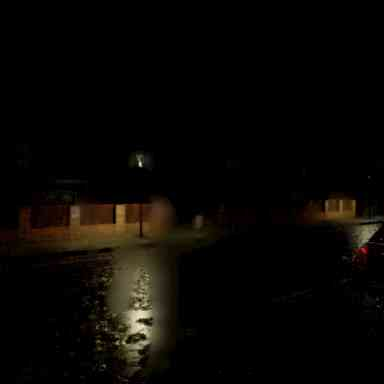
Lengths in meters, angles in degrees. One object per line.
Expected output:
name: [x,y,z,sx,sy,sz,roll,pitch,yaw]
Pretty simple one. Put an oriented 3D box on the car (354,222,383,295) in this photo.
car: [5.753,1.376,7.609,4.553,1.767,2.097,0,0,-35]
